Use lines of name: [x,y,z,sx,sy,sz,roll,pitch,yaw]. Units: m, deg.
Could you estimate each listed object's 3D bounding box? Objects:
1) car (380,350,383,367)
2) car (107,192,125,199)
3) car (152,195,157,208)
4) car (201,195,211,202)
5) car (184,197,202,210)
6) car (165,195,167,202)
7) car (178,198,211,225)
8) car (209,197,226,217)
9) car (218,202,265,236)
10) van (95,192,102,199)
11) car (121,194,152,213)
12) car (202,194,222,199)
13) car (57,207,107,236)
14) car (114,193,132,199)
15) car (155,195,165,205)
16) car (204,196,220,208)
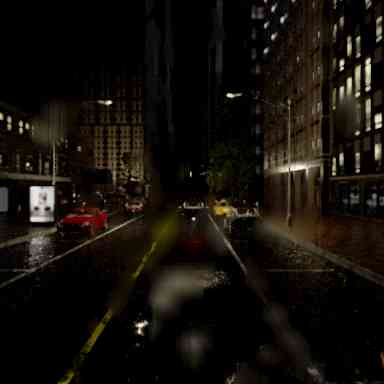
car: [2.687,1.518,1.304,1.752,1.417,4.829,0,0,0]
car: [-18.581,0.934,81.393,5.009,1.841,2.192,0,0,1]
car: [-5.681,1.393,39.803,1.802,1.307,4.206,0,0,0]
car: [2.837,1.267,67.425,1.802,1.307,4.206,0,0,0]
car: [0.114,1.371,40.790,1.994,1.385,4.181,0,0,0]
car: [-5.735,1.302,56.374,1.947,1.339,4.313,0,0,0]
car: [0.108,1.394,22.922,1.837,1.490,4.892,0,0,0]
car: [2.695,1.387,28.925,1.752,1.417,4.829,0,0,0]
car: [2.692,1.465,17.708,2.008,1.369,4.403,0,0,0]
van: [-24.122,0.952,81.453,3.998,1.788,1.690,0,0,1]
car: [-5.683,1.277,34.278,1.967,1.590,4.097,0,0,0]
car: [2.698,1.126,39.803,2.192,1.841,5.009,0,0,0]
car: [-5.688,1.496,17.707,1.802,1.307,4.206,0,0,0]
car: [-18.492,1.087,89.776,4.403,1.369,2.008,0,0,1]
car: [-5.678,1.201,50.851,1.967,1.590,4.097,0,0,0]
car: [2.701,1.331,45.328,1.887,1.381,4.507,0,0,0]
